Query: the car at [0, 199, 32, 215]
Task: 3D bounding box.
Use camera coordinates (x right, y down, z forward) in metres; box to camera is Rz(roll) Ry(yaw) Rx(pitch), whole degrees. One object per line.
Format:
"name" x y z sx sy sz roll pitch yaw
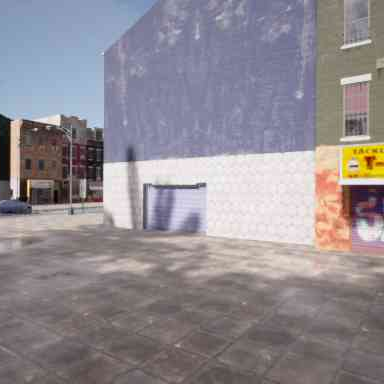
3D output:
"car" -16.298 1.353 29.051 1.994 1.385 4.181 1 1 35
